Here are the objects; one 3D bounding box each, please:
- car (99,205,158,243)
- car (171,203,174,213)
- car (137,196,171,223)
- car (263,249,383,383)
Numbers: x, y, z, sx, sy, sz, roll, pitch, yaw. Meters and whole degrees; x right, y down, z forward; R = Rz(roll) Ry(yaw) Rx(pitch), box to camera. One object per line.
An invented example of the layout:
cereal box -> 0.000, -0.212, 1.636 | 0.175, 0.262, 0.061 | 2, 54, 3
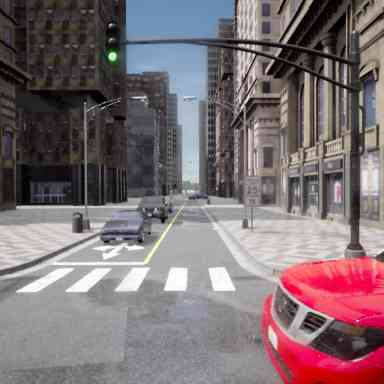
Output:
car -> -3.126, 1.633, 16.856 | 2.033, 1.411, 5.357 | 0, 0, 0
car -> -3.132, 1.668, 37.406 | 1.812, 1.442, 4.674 | 0, 0, 0
car -> -3.136, 1.335, 27.075 | 2.150, 2.045, 5.566 | 0, 0, -1
car -> 3.648, 1.234, 3.620 | 5.566, 2.045, 2.150 | 0, 1, 0
